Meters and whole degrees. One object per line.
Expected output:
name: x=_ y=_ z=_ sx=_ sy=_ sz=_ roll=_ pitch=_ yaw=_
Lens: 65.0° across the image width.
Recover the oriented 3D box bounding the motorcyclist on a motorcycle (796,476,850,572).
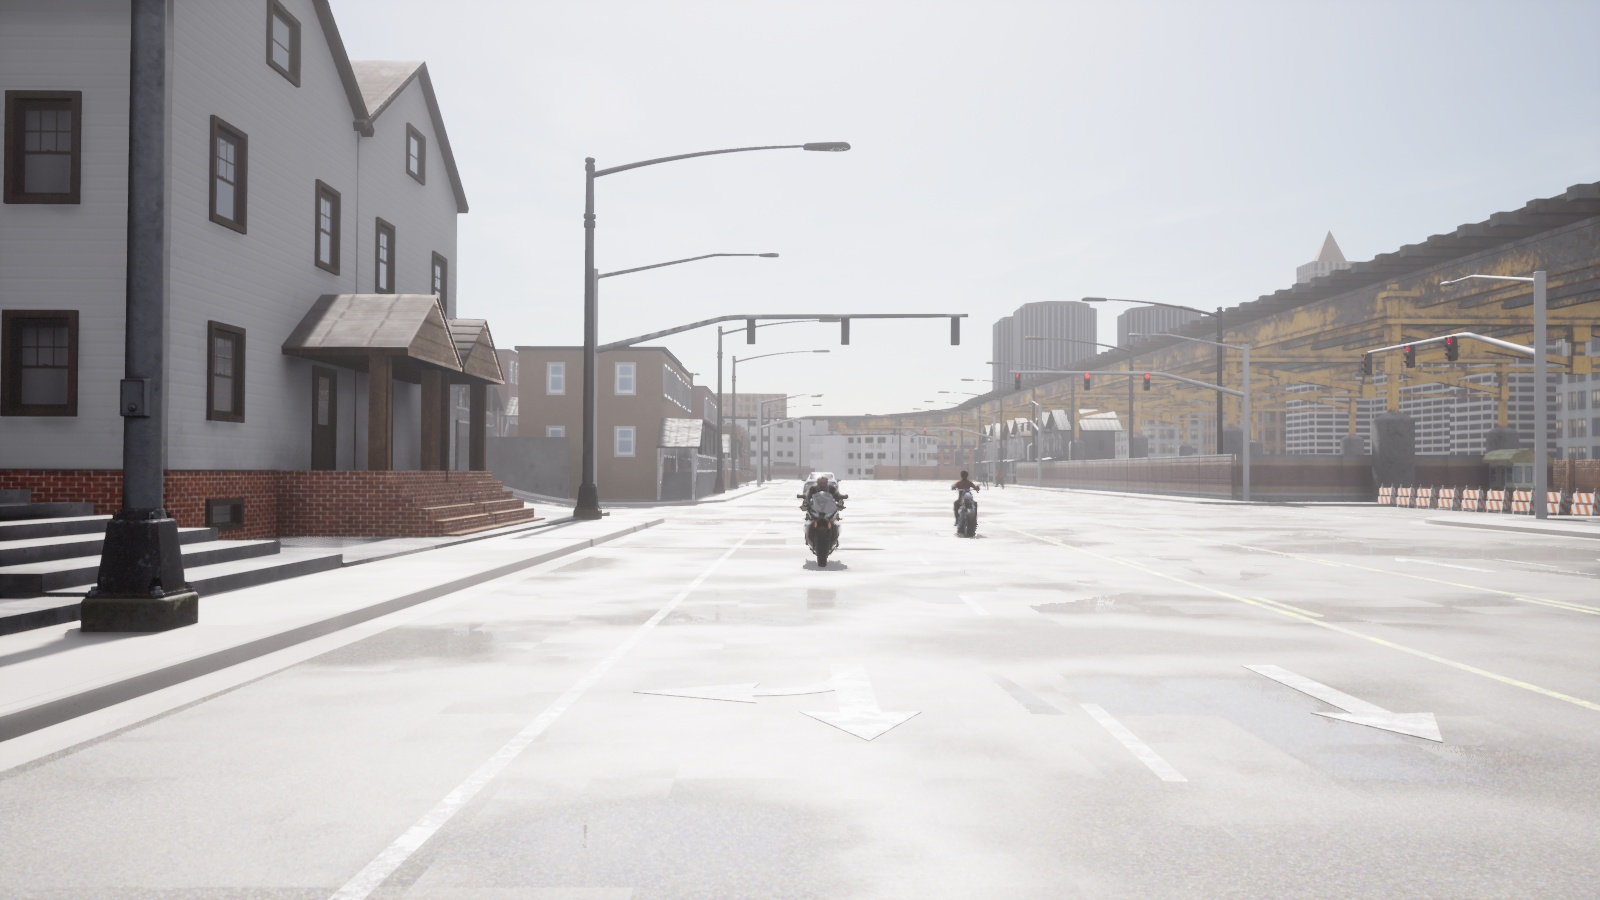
motorcyclist on a motorcycle: x=0.388 y=1.203 z=21.200 sx=0.866 sy=1.530 sz=2.191 roll=0 pitch=-1 yaw=1

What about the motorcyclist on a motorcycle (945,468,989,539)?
motorcyclist on a motorcycle: x=4.039 y=1.260 z=30.531 sx=0.766 sy=1.649 sz=2.350 roll=0 pitch=-1 yaw=1

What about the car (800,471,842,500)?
car: x=1.191 y=1.906 z=68.064 sx=2.128 sy=1.511 sz=4.902 roll=0 pitch=-1 yaw=2
